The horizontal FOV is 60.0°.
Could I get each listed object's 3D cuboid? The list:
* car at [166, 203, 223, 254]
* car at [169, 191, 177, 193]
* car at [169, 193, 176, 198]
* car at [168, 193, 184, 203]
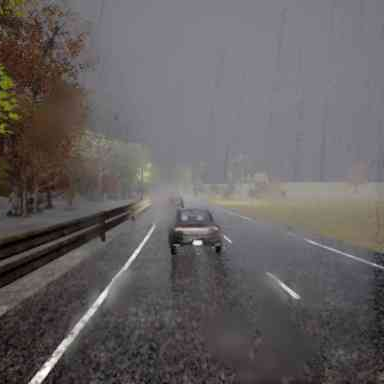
[{"bbox_3d":[0.014,1.424,13.218,2.128,1.511,4.902,0,0,-4],"label":"car"},{"bbox_3d":[-3.529,0.999,63.968,2.097,1.767,4.553,0,0,-4],"label":"car"},{"bbox_3d":[-5.628,0.934,94.043,1.882,1.535,5.008,0,0,-4],"label":"car"},{"bbox_3d":[-2.074,1.259,43.129,2.128,1.511,4.902,0,0,-4],"label":"car"}]
